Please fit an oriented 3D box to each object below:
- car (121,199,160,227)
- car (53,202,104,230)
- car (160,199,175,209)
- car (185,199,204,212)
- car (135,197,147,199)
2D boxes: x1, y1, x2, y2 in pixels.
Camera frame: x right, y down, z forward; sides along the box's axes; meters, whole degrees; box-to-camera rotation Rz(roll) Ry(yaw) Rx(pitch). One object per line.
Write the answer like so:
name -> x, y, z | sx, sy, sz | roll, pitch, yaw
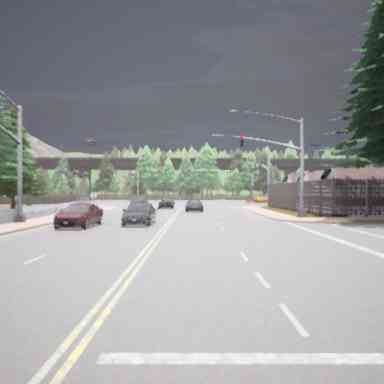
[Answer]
car -> -3.496, 1.474, 22.457 | 1.837, 1.490, 4.892 | 0, 0, 0
car -> -7.004, 1.449, 20.965 | 1.882, 1.535, 5.008 | 0, 0, 0
car -> -3.300, 1.544, 44.038 | 1.895, 1.301, 4.718 | 0, 0, 0
car -> 0.269, 1.513, 37.280 | 1.994, 1.385, 4.181 | 0, 0, 0
car -> -6.805, 1.434, 43.659 | 2.128, 1.511, 4.902 | 0, 0, 0
